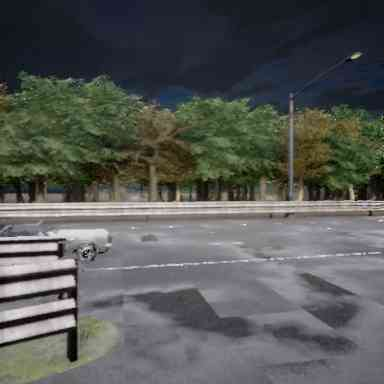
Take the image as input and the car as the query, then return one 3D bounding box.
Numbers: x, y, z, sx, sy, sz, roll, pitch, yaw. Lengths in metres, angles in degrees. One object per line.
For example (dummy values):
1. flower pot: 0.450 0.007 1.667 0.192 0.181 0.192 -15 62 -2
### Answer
1. car: -4.963 1.555 10.688 4.718 1.301 1.895 0 0 -15
